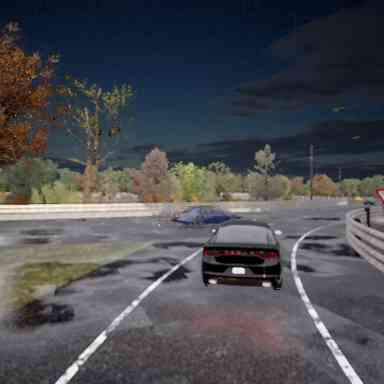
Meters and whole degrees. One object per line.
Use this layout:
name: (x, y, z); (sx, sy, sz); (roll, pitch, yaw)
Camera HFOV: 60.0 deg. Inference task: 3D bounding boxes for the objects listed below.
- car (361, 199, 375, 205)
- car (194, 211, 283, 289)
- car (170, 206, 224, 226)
car: (37.075, 2.045, 69.431); (1.895, 1.301, 4.718); (0, 0, 30)
car: (1.528, 1.538, 9.538); (1.882, 1.535, 5.008); (0, 0, 12)
car: (1.075, 1.695, 23.949); (5.357, 1.411, 2.033); (0, 0, -31)
